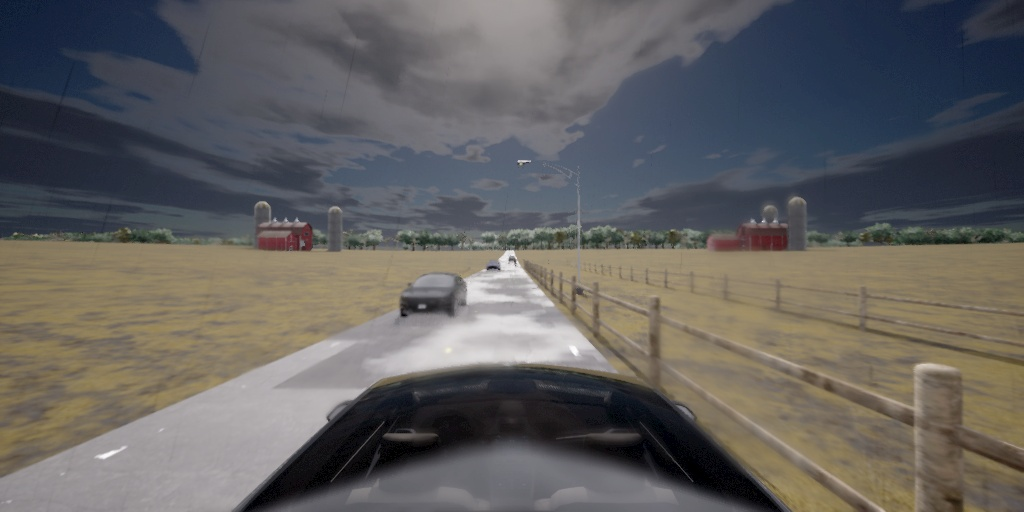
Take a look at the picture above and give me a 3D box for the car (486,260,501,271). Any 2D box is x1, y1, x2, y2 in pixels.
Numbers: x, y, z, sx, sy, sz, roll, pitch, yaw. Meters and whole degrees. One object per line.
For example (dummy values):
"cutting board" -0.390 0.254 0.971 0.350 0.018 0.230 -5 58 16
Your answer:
"car" -2.825 1.336 55.032 2.097 1.767 4.553 0 0 0

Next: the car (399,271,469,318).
"car" -2.853 1.372 13.971 1.882 1.535 5.008 0 -1 0
